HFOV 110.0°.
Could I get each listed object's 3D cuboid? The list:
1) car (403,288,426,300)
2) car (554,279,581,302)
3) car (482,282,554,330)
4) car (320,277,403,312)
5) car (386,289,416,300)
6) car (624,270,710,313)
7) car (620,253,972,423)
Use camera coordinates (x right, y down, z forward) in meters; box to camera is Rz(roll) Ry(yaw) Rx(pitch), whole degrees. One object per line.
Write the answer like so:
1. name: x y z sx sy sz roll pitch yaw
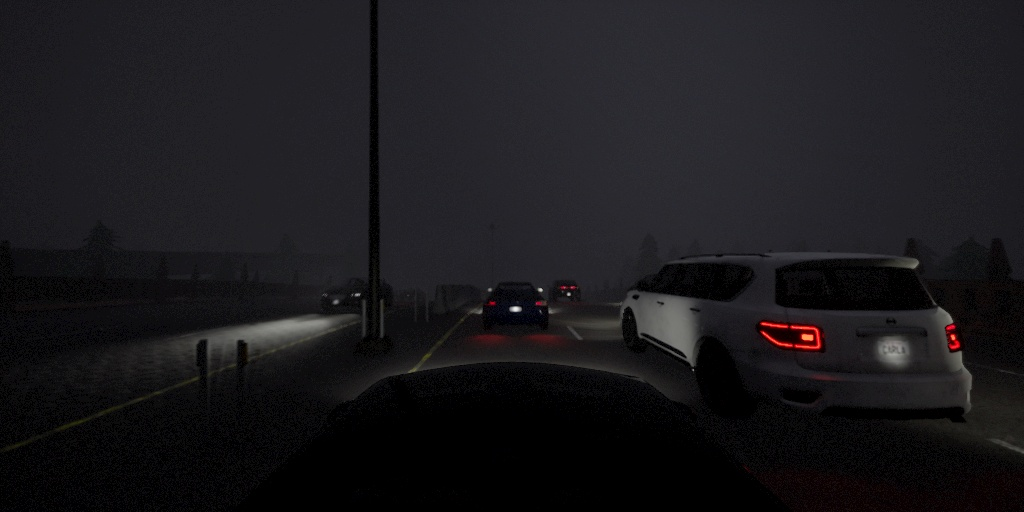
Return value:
1. car: -10.560 4.072 38.468 1.994 1.385 4.181 0 -7 0
2. car: 3.600 2.429 25.116 1.837 1.490 4.892 0 -6 0
3. car: 0.101 1.547 12.004 1.994 1.385 4.181 0 -3 0
4. car: -7.094 1.745 16.924 2.128 1.511 4.902 0 -4 0
5. car: -14.012 4.945 45.669 2.033 1.411 5.357 0 -7 0
6. car: 7.100 1.617 17.106 2.097 1.767 4.553 0 -4 0
7. car: 3.600 1.014 6.065 2.150 2.045 5.566 0 -1 0
